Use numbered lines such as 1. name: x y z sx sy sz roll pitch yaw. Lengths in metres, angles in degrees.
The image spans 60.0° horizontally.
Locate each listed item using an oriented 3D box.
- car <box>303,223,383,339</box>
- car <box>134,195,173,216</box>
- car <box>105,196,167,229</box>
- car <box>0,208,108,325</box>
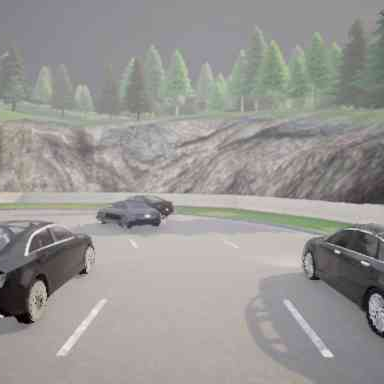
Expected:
1. car: 3.634 1.351 6.263 1.837 1.490 4.892 0 1 0
2. car: -3.529 0.922 22.566 5.008 1.535 1.882 1 1 38
3. car: -3.499 1.119 18.032 1.994 1.385 4.181 -1 2 -40
4. car: -3.416 1.320 6.744 2.128 1.511 4.902 0 1 -1
